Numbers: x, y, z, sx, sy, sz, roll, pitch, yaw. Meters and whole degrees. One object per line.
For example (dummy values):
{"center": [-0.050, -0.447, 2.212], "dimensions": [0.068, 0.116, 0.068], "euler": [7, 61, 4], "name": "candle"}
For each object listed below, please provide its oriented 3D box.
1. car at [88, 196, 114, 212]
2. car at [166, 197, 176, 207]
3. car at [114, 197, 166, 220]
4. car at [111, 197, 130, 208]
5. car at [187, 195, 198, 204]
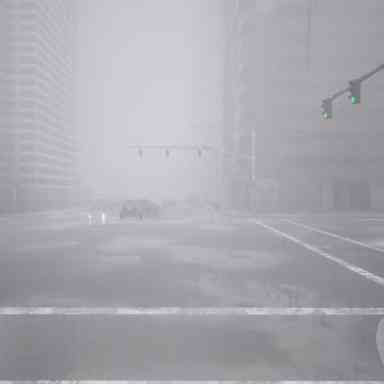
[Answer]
{"center": [-10.624, 1.505, 39.376], "dimensions": [1.837, 1.490, 4.892], "euler": [0, 0, 0], "name": "car"}
{"center": [-3.435, 1.525, 50.402], "dimensions": [1.812, 1.442, 4.674], "euler": [0, 0, 0], "name": "car"}
{"center": [-4.280, 1.352, 28.107], "dimensions": [2.097, 1.767, 4.553], "euler": [0, 0, 17], "name": "car"}
{"center": [-10.620, 1.526, 49.635], "dimensions": [1.812, 1.442, 4.674], "euler": [0, 0, 0], "name": "car"}
{"center": [0.063, 1.352, 63.504], "dimensions": [2.097, 1.767, 4.553], "euler": [0, 0, 0], "name": "car"}
